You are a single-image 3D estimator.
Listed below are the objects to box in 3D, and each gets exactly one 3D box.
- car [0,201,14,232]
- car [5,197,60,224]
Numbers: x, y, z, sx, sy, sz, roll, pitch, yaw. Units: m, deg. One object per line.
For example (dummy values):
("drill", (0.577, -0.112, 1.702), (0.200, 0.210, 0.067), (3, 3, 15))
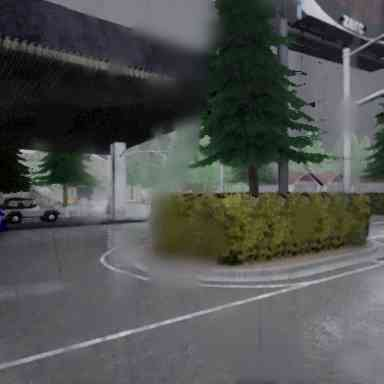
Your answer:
("car", (-11.810, 1.481, 16.606), (4.611, 1.667, 2.242), (0, 0, -36))
("car", (-11.610, 1.297, 23.735), (3.866, 1.878, 1.905), (0, 0, -36))
